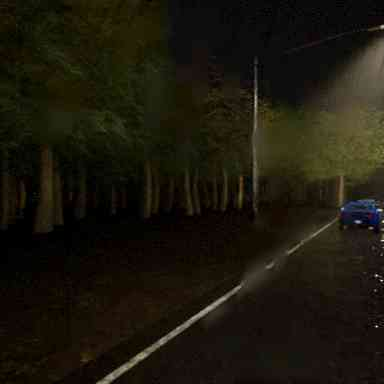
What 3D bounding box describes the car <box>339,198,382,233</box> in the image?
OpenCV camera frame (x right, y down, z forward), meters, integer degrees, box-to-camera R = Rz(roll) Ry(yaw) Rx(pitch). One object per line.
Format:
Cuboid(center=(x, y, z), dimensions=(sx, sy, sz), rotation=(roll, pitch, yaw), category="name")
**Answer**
Cuboid(center=(9.678, 1.353, 19.094), dimensions=(1.882, 1.535, 5.008), rotation=(1, 1, 29), category="car")
